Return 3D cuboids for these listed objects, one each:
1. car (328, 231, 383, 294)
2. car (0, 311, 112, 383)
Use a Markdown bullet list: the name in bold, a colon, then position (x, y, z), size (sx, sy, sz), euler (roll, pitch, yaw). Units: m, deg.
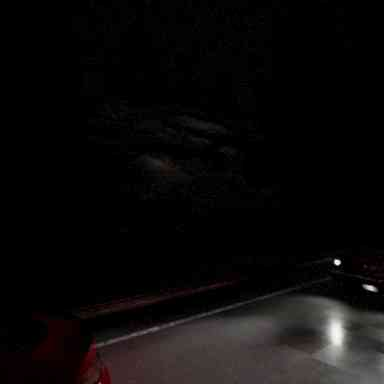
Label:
- **car**: position (5.313, 1.581, 7.933), size (4.718, 1.301, 1.895), euler (-1, 0, -36)
- **car**: position (-2.791, 1.588, 1.871), size (4.674, 1.442, 1.812), euler (-1, 0, -38)
